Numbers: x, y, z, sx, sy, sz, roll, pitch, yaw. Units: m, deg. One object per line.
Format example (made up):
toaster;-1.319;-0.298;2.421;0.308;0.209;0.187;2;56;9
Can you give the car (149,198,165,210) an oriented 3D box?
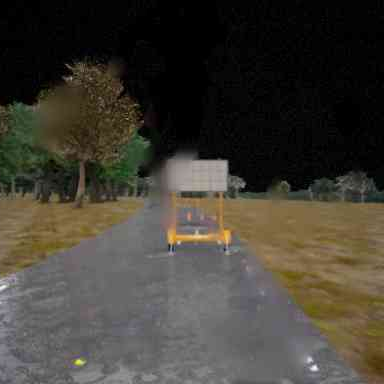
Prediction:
car;-4.336;1.426;41.391;2.033;1.411;5.357;0;0;-6

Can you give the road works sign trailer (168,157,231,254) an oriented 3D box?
road works sign trailer;0.244;0.425;13.220;2.380;3.560;2.880;0;0;-1
